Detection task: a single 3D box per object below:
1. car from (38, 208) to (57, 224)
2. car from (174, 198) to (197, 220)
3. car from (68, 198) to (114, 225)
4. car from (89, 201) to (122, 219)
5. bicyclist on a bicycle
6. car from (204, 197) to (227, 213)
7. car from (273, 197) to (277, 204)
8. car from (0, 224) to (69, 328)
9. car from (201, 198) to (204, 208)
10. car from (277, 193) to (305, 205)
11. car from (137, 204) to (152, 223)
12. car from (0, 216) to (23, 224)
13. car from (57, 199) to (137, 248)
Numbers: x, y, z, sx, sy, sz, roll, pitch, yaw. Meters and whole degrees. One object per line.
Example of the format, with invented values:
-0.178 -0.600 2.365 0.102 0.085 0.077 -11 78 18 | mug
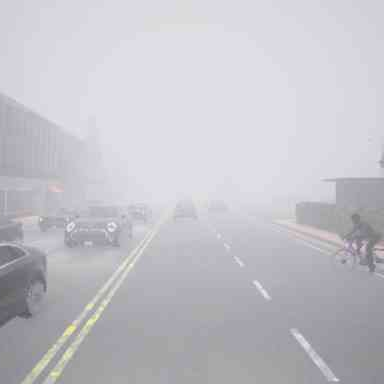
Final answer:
-7.575 1.586 20.318 1.895 1.301 4.718 0 0 -1 | car
-0.563 1.527 27.850 2.033 1.411 5.357 0 0 -1 | car
-7.615 1.393 25.706 2.128 1.511 4.902 0 4 -1 | car
-7.798 1.602 30.392 1.895 1.301 4.718 0 1 -1 | car
4.600 1.416 9.042 1.656 1.620 0.582 0 0 -2 | bicyclist on a bicycle
2.706 1.537 36.551 1.994 1.385 4.181 0 0 -1 | car
16.364 1.111 57.145 4.605 1.855 1.932 0 0 -3 | car
-3.681 1.490 4.597 2.128 1.511 4.902 0 0 -1 | car
2.384 1.442 48.477 1.882 1.535 5.008 0 0 -1 | car
16.457 1.116 54.251 3.866 1.878 1.905 0 0 -3 | car
-4.199 1.582 25.693 1.895 1.301 4.718 0 0 -1 | car
-7.334 1.470 10.744 1.882 1.535 5.008 0 0 -1 | car
-3.933 1.341 14.712 2.097 1.767 4.553 0 0 -1 | car
